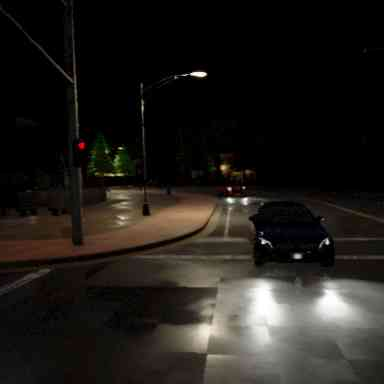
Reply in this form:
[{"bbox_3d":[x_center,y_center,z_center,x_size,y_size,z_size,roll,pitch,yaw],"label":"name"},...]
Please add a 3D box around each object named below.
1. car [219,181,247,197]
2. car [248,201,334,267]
[{"bbox_3d":[4.419,-0.417,36.357,2.097,1.767,4.553,-2,2,-8],"label":"car"},{"bbox_3d":[2.617,1.015,9.595,1.812,1.442,4.674,-1,3,8],"label":"car"}]
